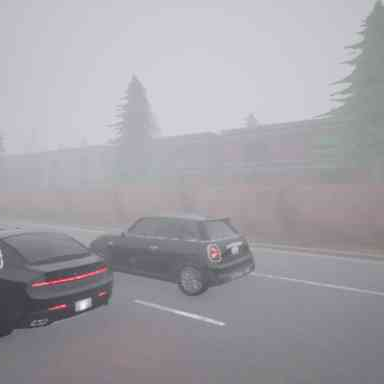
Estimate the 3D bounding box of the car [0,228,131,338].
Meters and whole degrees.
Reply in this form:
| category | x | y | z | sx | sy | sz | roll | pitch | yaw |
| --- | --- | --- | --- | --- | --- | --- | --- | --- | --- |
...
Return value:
| category | x | y | z | sx | sy | sz | roll | pitch | yaw |
| --- | --- | --- | --- | --- | --- | --- | --- | --- | --- |
| car | -3.657 | 1.490 | 6.587 | 4.892 | 1.490 | 1.837 | 0 | 0 | 36 |

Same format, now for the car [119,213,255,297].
| category | x | y | z | sx | sy | sz | roll | pitch | yaw |
| --- | --- | --- | --- | --- | --- | --- | --- | --- | --- |
| car | -0.749 | 1.339 | 8.809 | 4.553 | 1.767 | 2.097 | 0 | 0 | 36 |
